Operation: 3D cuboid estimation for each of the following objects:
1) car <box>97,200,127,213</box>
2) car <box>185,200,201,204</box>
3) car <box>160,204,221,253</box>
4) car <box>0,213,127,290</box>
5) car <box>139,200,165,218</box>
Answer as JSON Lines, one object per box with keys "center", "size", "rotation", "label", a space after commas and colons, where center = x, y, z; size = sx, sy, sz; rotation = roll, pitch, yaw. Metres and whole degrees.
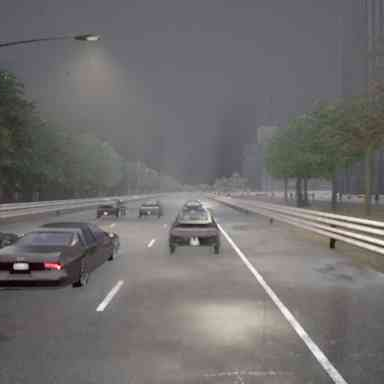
{"center": [-6.912, 1.452, 29.064], "size": [1.837, 1.490, 4.892], "rotation": [0, 0, 0], "label": "car"}
{"center": [0.089, 1.471, 29.900], "size": [1.812, 1.442, 4.674], "rotation": [0, 0, 0], "label": "car"}
{"center": [0.093, 1.470, 13.510], "size": [2.128, 1.511, 4.902], "rotation": [0, 0, 0], "label": "car"}
{"center": [-3.408, 1.533, 9.150], "size": [2.033, 1.411, 5.357], "rotation": [0, 0, 0], "label": "car"}
{"center": [-3.413, 1.439, 28.918], "size": [2.128, 1.511, 4.902], "rotation": [0, 0, 0], "label": "car"}
